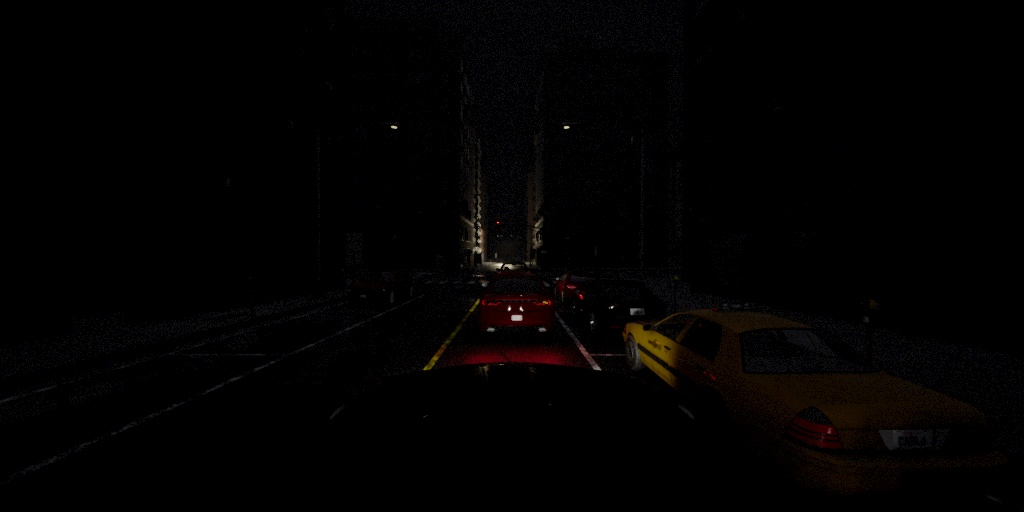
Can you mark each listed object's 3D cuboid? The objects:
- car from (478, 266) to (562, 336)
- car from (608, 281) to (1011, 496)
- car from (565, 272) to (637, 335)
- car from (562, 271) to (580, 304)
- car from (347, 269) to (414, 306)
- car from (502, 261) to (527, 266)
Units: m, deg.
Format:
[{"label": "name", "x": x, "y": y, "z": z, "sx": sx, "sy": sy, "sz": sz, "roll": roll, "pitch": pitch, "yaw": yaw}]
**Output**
[{"label": "car", "x": 0.109, "y": 1.225, "z": 10.466, "sx": 1.882, "sy": 1.535, "sz": 5.008, "roll": 0, "pitch": 0, "yaw": 0}, {"label": "car", "x": 2.876, "y": 1.274, "z": 4.870, "sx": 1.751, "sy": 1.417, "sz": 4.829, "roll": 0, "pitch": 0, "yaw": 0}, {"label": "car", "x": 2.885, "y": 1.313, "z": 10.286, "sx": 1.948, "sy": 1.339, "sz": 4.313, "roll": 0, "pitch": 0, "yaw": 0}, {"label": "car", "x": 2.895, "y": 1.327, "z": 15.872, "sx": 1.802, "sy": 1.307, "sz": 4.207, "roll": 0, "pitch": 0, "yaw": 0}, {"label": "car", "x": -5.651, "y": 1.291, "z": 15.883, "sx": 1.888, "sy": 1.381, "sz": 4.507, "roll": 0, "pitch": 0, "yaw": 0}, {"label": "car", "x": 0.125, "y": 1.096, "z": 20.795, "sx": 2.097, "sy": 1.767, "sz": 4.553, "roll": 0, "pitch": 0, "yaw": 0}]
